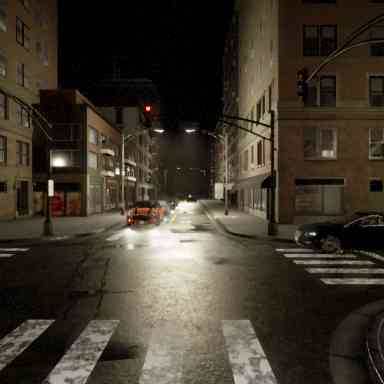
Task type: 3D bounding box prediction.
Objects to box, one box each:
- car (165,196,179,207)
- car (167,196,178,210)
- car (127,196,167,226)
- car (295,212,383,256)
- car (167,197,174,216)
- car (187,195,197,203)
[{"bbox_3d":[-3.165,1.445,52.655,1.882,1.535,5.008,0,0,0],"label":"car"},{"bbox_3d":[-3.177,1.328,42.299,2.097,1.767,4.553,0,0,0],"label":"car"},{"bbox_3d":[-3.143,1.344,23.059,2.097,1.767,4.553,0,0,0],"label":"car"},{"bbox_3d":[6.445,1.510,12.501,4.902,1.511,2.128,0,0,4],"label":"car"},{"bbox_3d":[-3.163,1.532,32.514,2.033,1.411,5.357,0,0,0],"label":"car"},{"bbox_3d":[-0.045,1.444,69.698,2.128,1.511,4.902,0,0,0],"label":"car"}]
